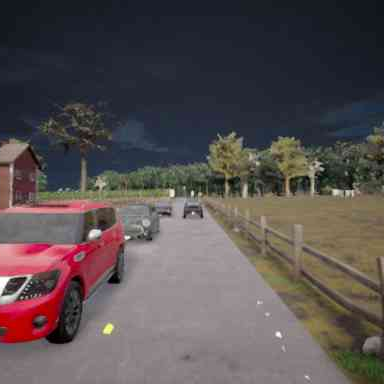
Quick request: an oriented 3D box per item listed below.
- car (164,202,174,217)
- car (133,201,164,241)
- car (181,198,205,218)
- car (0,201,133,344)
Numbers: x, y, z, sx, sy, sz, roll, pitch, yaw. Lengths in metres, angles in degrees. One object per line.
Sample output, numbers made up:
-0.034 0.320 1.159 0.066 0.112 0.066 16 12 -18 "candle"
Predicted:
-2.763 1.633 32.096 2.033 1.411 5.357 0 0 0 "car"
-2.829 1.396 16.788 2.097 1.767 4.553 0 0 0 "car"
0.100 1.586 31.019 1.837 1.490 4.892 0 0 0 "car"
-2.849 1.239 6.820 2.150 2.045 5.566 0 0 0 "car"
